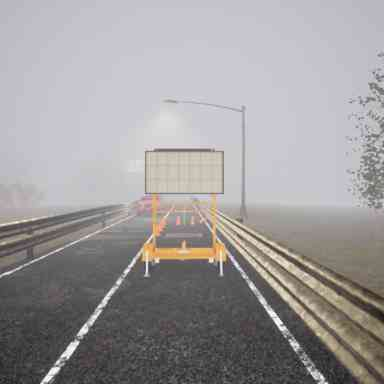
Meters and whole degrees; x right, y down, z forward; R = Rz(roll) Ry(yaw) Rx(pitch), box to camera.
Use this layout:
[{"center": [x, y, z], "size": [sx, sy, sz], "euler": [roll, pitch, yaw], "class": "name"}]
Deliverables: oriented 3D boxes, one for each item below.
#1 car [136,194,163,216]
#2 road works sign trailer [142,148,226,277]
[{"center": [-4.046, 1.234, 32.543], "size": [2.150, 2.045, 5.566], "euler": [0, 0, -1], "class": "car"}, {"center": [-0.236, 0.468, 10.284], "size": [2.380, 3.560, 2.880], "euler": [0, 0, -1], "class": "road works sign trailer"}]
